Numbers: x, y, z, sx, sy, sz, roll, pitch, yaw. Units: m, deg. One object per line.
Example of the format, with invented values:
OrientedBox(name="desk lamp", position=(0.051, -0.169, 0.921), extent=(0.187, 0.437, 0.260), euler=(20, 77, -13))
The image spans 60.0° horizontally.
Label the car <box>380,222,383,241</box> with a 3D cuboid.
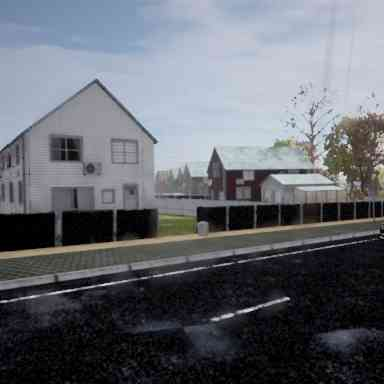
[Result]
OrientedBox(name="car", position=(10.320, 1.483, 14.942), extent=(4.902, 1.511, 2.128), euler=(0, 0, -35))
